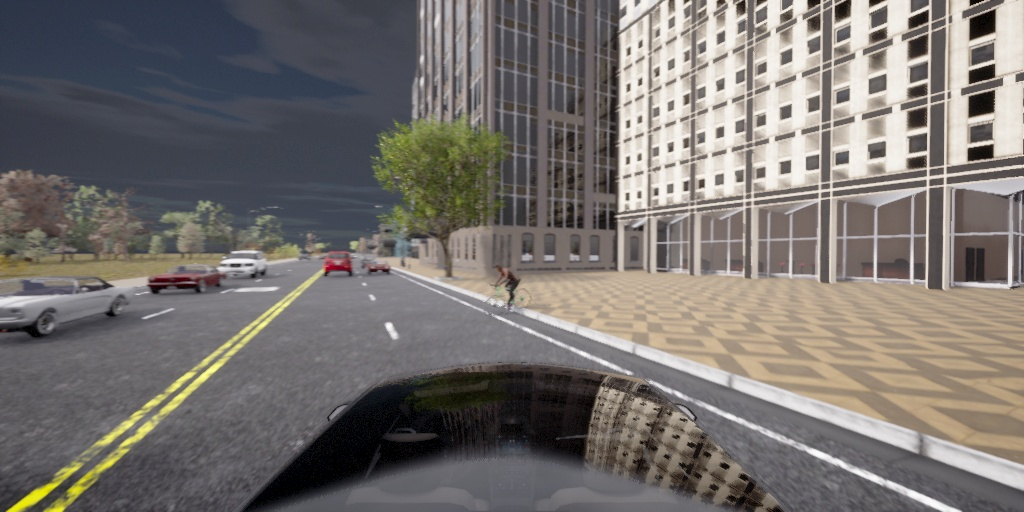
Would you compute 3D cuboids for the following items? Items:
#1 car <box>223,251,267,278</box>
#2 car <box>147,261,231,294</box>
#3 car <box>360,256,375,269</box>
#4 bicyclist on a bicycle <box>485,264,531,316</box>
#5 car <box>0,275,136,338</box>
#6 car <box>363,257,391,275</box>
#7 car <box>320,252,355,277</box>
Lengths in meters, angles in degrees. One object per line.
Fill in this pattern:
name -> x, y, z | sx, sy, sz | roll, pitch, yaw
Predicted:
car -> -20.825, 0.618, 28.010 | 2.150, 2.045, 5.566 | 0, 1, -25
car -> -16.357, 1.107, 18.293 | 1.895, 1.301, 4.718 | 0, 1, -25
car -> -17.900, 0.767, 45.099 | 2.128, 1.511, 4.902 | 0, 1, -24
bicyclist on a bicycle -> -0.171, 1.036, 11.595 | 1.656, 1.620, 0.582 | -10, 5, -24
car -> -12.185, 1.208, 9.297 | 1.895, 1.301, 4.718 | 0, 1, -25
car -> -12.417, 1.011, 33.231 | 1.895, 1.301, 4.718 | 0, 1, -25
car -> -14.900, 0.635, 30.933 | 2.150, 2.045, 5.566 | 0, 1, -24
